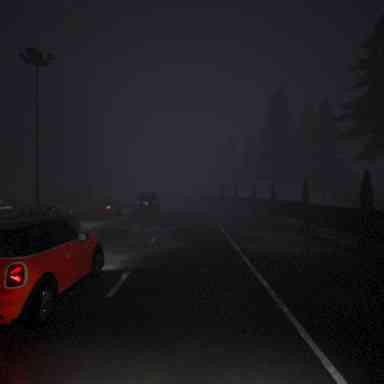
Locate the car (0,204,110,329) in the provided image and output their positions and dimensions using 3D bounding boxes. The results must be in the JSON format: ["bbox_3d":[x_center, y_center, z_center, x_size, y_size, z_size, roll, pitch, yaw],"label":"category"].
[{"bbox_3d":[-3.410,1.308,7.043,2.097,1.767,4.553,0,0,0],"label":"car"}]

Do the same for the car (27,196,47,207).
[{"bbox_3d":[-21.756,1.320,46.746,1.895,1.301,4.718,0,0,-17],"label":"car"}]

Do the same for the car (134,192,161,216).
[{"bbox_3d":[-4.095,1.037,30.577,2.150,2.045,5.566,0,0,-6],"label":"car"}]

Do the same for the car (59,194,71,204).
[{"bbox_3d":[-22.070,1.129,57.817,1.882,1.535,5.008,0,0,-22],"label":"car"}]

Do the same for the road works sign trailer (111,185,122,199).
[{"bbox_3d":[-18.701,-0.024,81.151,2.380,3.560,2.880,0,0,-37],"label":"road works sign trailer"}]

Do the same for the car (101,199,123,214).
[{"bbox_3d":[-7.826,1.370,32.106,1.994,1.385,4.181,0,0,-7],"label":"car"}]
